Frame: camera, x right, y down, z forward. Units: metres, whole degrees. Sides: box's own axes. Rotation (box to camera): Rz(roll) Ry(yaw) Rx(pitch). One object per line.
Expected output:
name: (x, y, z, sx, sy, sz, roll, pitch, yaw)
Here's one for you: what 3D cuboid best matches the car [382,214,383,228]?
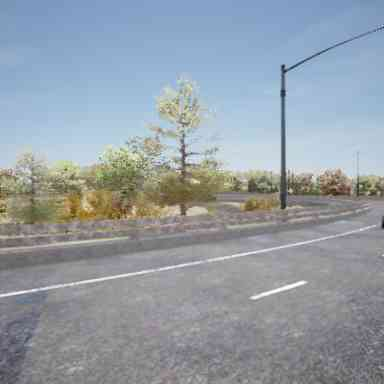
car: (13.590, 1.562, 21.354, 1.812, 1.442, 4.674, 0, 0, 42)
